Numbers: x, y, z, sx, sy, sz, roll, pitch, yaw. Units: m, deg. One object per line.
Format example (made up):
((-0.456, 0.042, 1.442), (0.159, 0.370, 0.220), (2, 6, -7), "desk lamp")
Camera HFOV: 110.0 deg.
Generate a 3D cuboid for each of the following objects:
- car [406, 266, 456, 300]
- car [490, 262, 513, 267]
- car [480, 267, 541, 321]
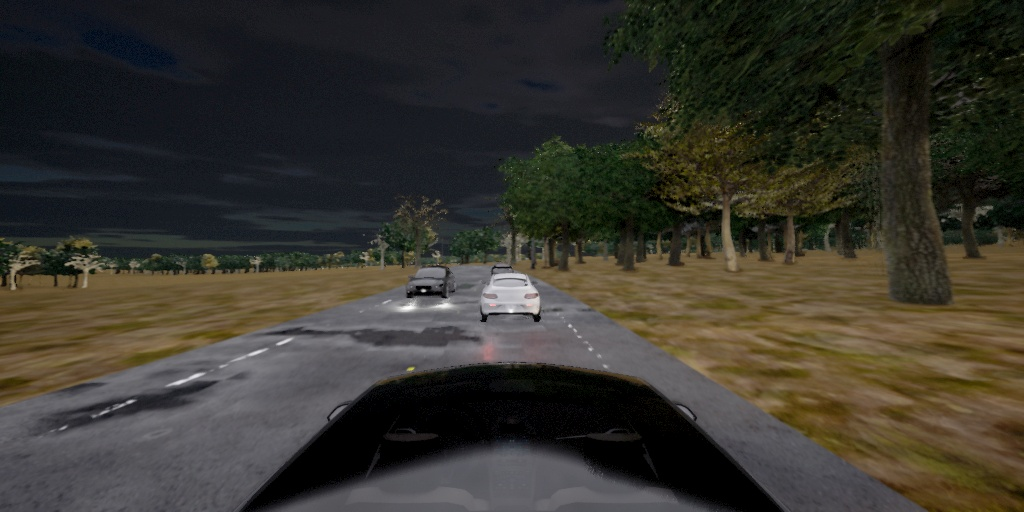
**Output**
((-3.938, 1.266, 18.015), (1.837, 1.490, 4.892), (0, 0, -2), "car")
((-0.872, 1.279, 30.983), (2.128, 1.511, 4.902), (0, 0, -3), "car")
((-0.081, 1.285, 12.353), (1.812, 1.442, 4.674), (0, 0, -1), "car")
